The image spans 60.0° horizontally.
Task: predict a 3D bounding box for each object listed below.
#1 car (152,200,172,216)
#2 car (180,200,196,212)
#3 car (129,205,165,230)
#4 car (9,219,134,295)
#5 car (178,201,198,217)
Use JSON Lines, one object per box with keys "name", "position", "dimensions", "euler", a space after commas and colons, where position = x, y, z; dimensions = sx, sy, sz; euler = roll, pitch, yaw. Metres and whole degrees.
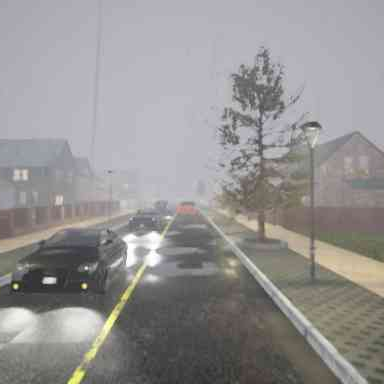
{"name": "car", "position": [-3.421, 1.738, 38.073], "dimensions": [2.097, 1.767, 4.553], "euler": [0, -1, -1]}
{"name": "car", "position": [-0.599, 1.963, 46.300], "dimensions": [2.128, 1.511, 4.902], "euler": [0, -1, -1]}
{"name": "car", "position": [-3.173, 1.829, 23.272], "dimensions": [1.895, 1.301, 4.718], "euler": [0, -1, -1]}
{"name": "car", "position": [-2.968, 1.650, 8.868], "dimensions": [1.994, 1.385, 4.181], "euler": [0, 0, -1]}
{"name": "car", "position": [-0.443, 1.711, 36.123], "dimensions": [2.097, 1.767, 4.553], "euler": [0, -1, -1]}
